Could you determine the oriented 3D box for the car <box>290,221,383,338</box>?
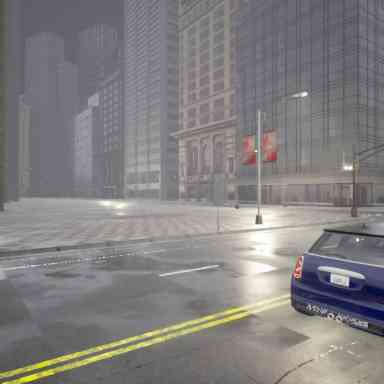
[{"bbox_3d":[3.965,1.352,6.286,4.553,1.767,2.097,0,0,-36],"label":"car"}]
